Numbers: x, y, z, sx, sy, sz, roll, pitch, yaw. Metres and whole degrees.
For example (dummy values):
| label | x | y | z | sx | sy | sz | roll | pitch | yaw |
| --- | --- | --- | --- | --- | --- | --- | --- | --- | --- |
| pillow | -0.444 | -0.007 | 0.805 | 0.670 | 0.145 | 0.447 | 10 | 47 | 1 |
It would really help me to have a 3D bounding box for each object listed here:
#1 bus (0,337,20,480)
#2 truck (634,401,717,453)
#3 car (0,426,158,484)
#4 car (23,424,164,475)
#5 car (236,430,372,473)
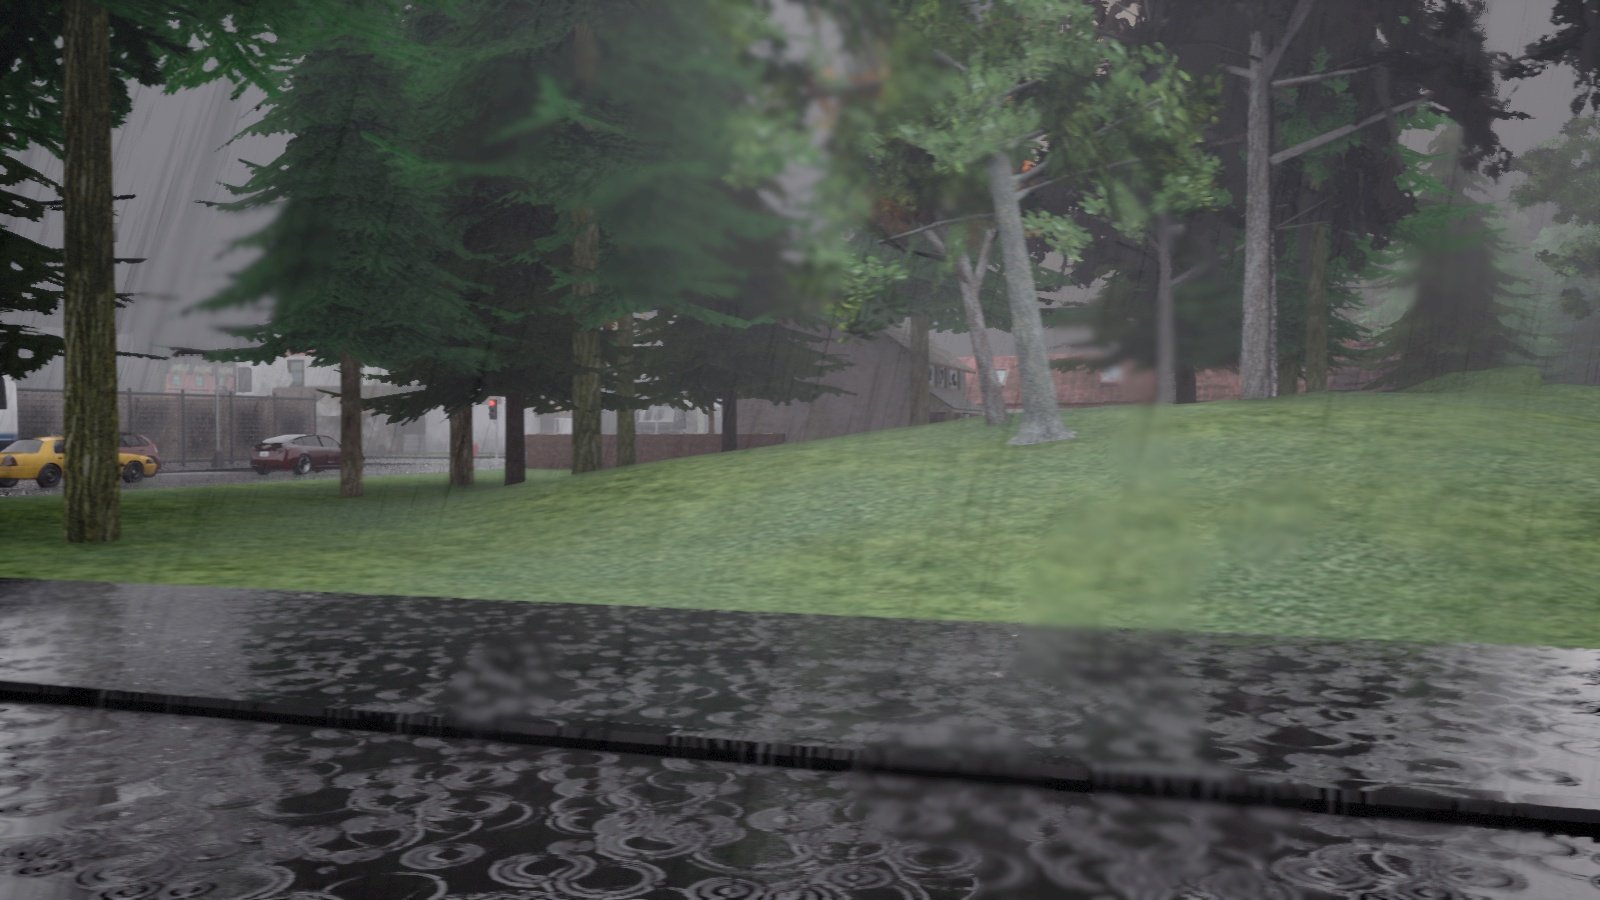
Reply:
| label | x | y | z | sx | sy | sz | roll | pitch | yaw |
| --- | --- | --- | --- | --- | --- | --- | --- | --- | --- |
| bus | -27.051 | -1.194 | 33.700 | 3.944 | 4.253 | 10.273 | 1 | 1 | 17 |
| truck | -8.629 | -1.606 | 88.408 | 2.891 | 3.462 | 7.936 | 1 | 1 | 18 |
| car | -21.716 | 0.092 | 36.861 | 1.801 | 1.575 | 5.366 | 1 | 1 | 19 |
| car | -23.959 | -0.052 | 42.758 | 1.851 | 1.617 | 3.988 | 1 | 1 | 18 |
| car | -18.371 | 0.006 | 46.808 | 2.163 | 1.488 | 4.792 | 1 | 1 | 18 |
